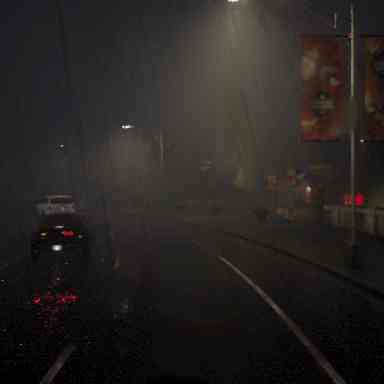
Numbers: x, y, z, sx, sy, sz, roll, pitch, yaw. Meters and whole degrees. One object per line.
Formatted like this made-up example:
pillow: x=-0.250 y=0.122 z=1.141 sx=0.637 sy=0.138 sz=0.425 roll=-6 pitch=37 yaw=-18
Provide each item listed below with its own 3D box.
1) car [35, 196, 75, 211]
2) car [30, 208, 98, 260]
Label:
car: x=-11.109 y=1.307 z=26.904 sx=2.150 sy=2.045 sz=5.566 roll=0 pitch=0 yaw=-34
car: x=-4.742 y=1.540 z=12.654 sx=1.837 sy=1.490 sz=4.892 roll=0 pitch=-2 yaw=-14
